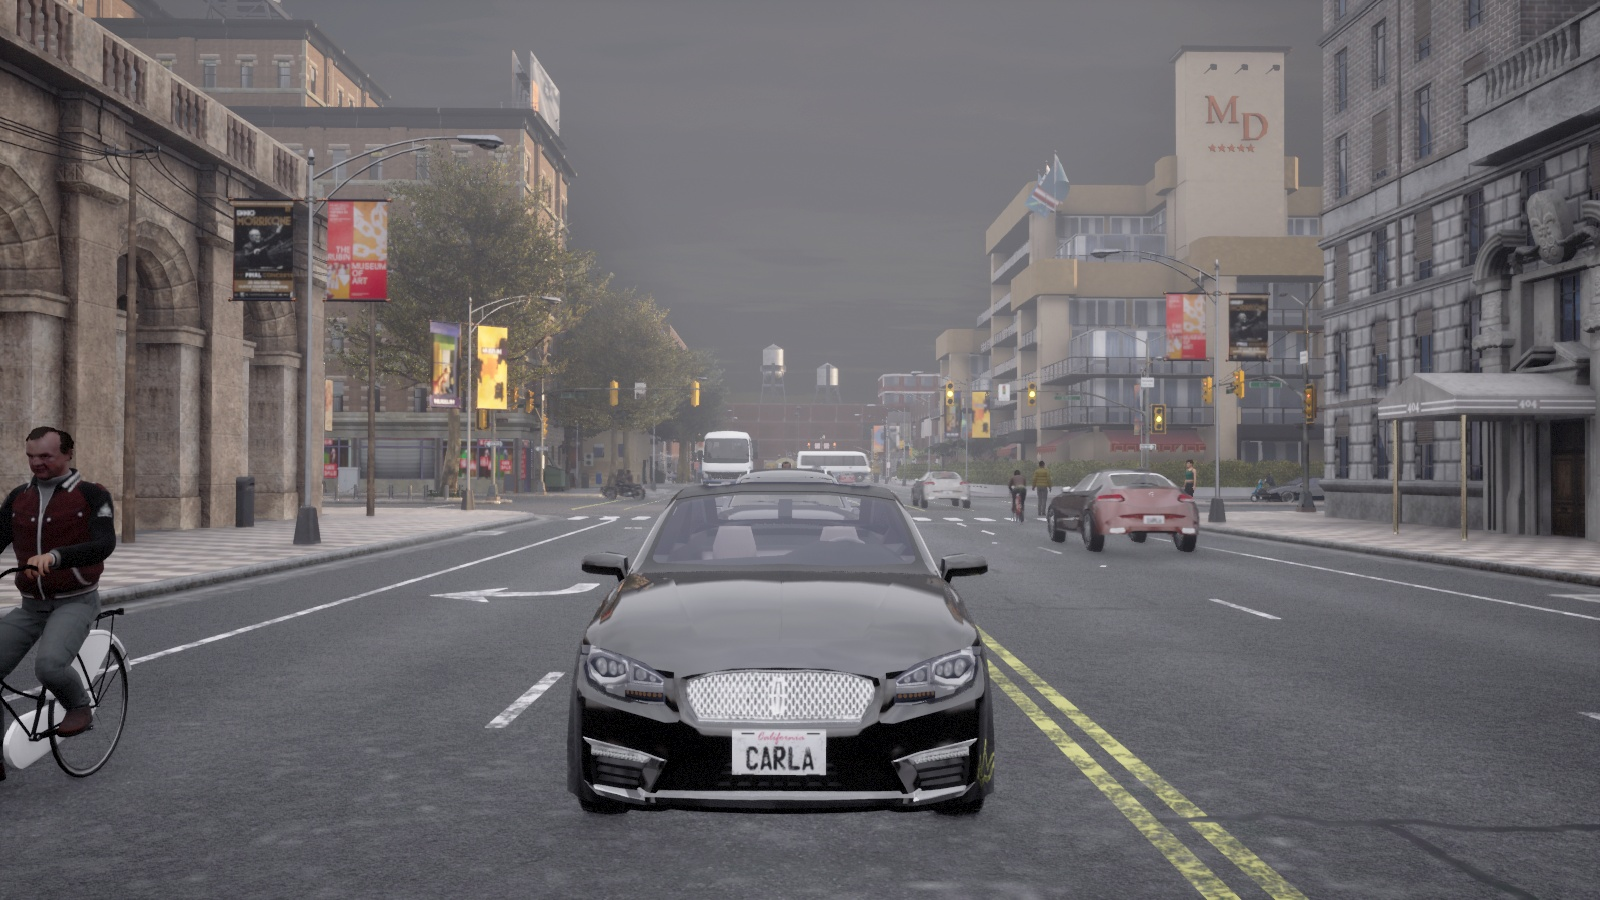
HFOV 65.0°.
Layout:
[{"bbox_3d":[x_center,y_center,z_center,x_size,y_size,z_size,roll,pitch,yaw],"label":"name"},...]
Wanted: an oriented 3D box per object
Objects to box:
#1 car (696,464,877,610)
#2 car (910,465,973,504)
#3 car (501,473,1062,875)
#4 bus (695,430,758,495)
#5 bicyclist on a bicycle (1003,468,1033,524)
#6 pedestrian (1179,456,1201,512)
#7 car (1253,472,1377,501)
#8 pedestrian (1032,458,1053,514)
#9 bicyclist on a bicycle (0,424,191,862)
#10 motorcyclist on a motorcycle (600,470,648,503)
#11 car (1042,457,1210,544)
[{"bbox_3d":[-0.165,1.024,16.622,2.033,1.649,4.856,0,-1,0],"label":"car"},{"bbox_3d":[6.169,1.495,55.309,2.152,1.651,5.027,0,-1,-1],"label":"car"},{"bbox_3d":[-0.075,0.892,7.228,2.128,1.511,4.902,0,-1,0],"label":"car"},{"bbox_3d":[-4.931,0.914,86.961,3.944,4.253,10.273,0,-1,-1],"label":"bus"},{"bbox_3d":[6.504,1.370,37.498,0.582,1.620,1.656,0,-1,-1],"label":"bicyclist on a bicycle"},{"bbox_3d":[12.871,1.114,41.451,0.594,1.836,0.345,0,-1,-17],"label":"pedestrian"},{"bbox_3d":[25.783,1.814,63.007,5.357,1.411,2.033,0,-1,-1],"label":"car"},{"bbox_3d":[8.035,1.191,41.583,0.431,1.840,0.709,-1,-1,35],"label":"pedestrian"},{"bbox_3d":[-3.575,0.796,5.776,0.659,1.776,1.843,0,-1,0],"label":"bicyclist on a bicycle"},{"bbox_3d":[-9.157,1.895,65.251,2.350,1.649,0.766,-1,0,19],"label":"motorcyclist on a motorcycle"},{"bbox_3d":[6.712,1.010,26.489,2.152,1.651,5.027,0,-1,-1],"label":"car"}]
